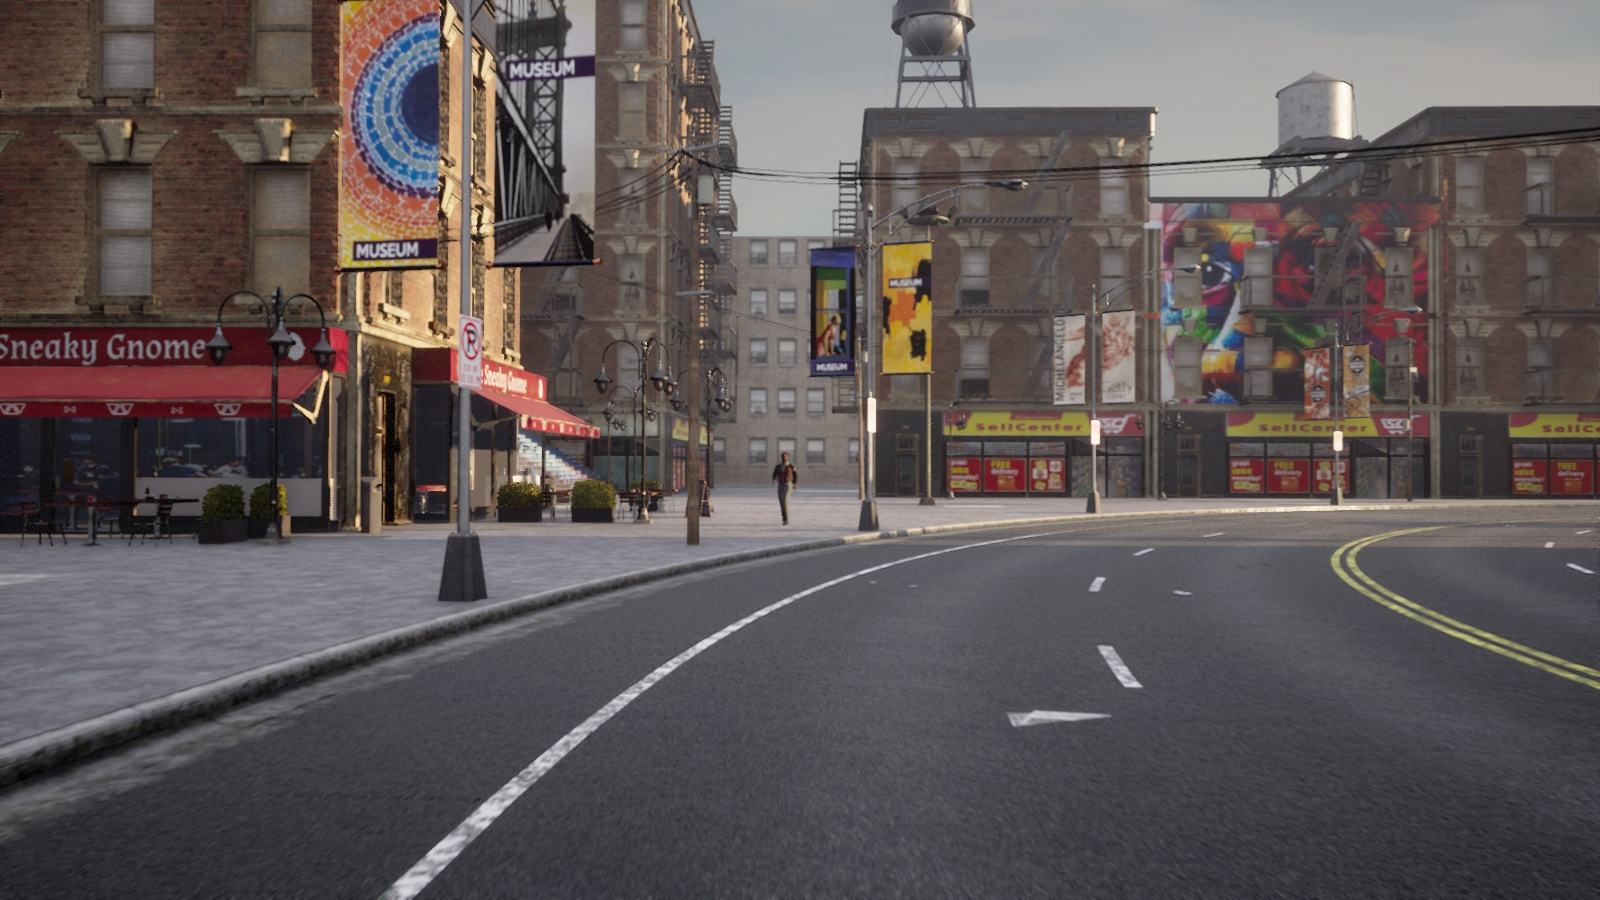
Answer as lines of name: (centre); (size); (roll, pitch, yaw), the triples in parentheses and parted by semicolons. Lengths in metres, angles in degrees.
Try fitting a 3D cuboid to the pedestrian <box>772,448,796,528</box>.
pedestrian: (-0.389, 0.931, 30.833); (0.402, 1.930, 0.666); (-1, -1, 19)
